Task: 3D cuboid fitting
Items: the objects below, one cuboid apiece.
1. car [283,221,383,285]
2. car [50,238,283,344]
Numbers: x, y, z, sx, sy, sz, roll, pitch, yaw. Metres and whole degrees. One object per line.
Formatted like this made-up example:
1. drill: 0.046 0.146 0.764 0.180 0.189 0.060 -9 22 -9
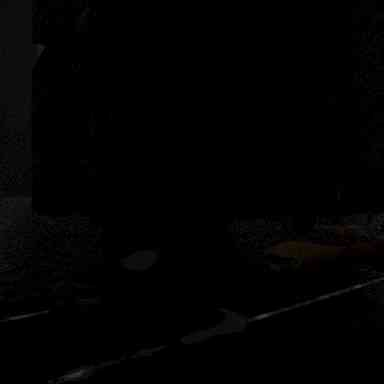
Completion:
1. car: 3.994 1.533 9.497 4.829 1.417 1.752 0 0 -36
2. car: -0.428 1.585 6.342 4.206 1.307 1.802 0 0 -36
